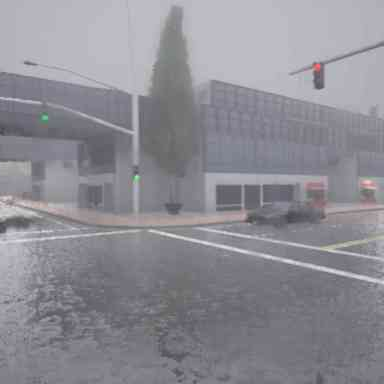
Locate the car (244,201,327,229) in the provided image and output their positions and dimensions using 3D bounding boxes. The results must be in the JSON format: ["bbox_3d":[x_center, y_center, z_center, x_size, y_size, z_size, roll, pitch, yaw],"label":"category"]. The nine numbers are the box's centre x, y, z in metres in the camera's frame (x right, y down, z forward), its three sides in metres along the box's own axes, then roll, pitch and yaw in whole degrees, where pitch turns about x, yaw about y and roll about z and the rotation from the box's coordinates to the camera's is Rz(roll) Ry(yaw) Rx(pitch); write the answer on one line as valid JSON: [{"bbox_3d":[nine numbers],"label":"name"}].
[{"bbox_3d":[5.485,1.201,19.020,5.357,1.411,2.033,-1,1,-35],"label":"car"}]
